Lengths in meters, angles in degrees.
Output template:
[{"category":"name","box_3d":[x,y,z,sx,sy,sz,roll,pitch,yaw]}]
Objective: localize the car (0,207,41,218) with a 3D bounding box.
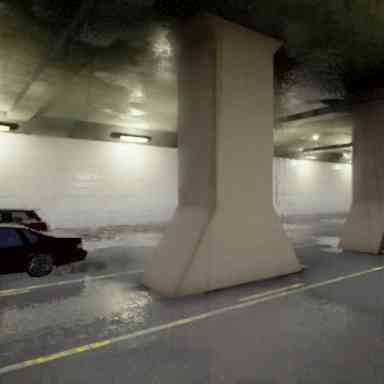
[{"category":"car","box_3d":[-7.351,1.353,11.646,4.553,1.767,2.097,0,0,-35]}]

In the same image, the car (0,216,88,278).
[{"category":"car","box_3d":[-5.550,1.548,8.631,5.357,1.411,2.033,0,0,-35]}]
